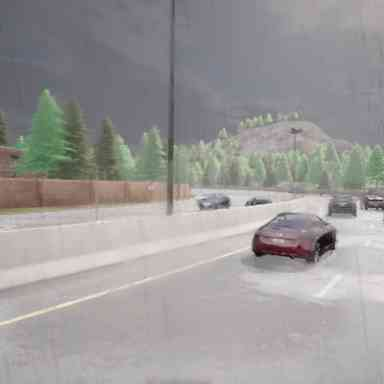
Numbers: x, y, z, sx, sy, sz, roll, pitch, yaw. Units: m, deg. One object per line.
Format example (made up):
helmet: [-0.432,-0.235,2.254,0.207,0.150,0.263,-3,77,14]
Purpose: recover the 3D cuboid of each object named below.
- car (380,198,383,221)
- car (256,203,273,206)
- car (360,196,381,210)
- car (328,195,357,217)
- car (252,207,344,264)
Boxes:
car: [13.365,1.315,21.221,1.837,1.490,4.892,2,0,27]
car: [6.438,1.087,31.544,1.895,1.301,4.718,2,1,23]
car: [19.230,1.130,35.514,2.128,1.511,4.902,1,1,19]
car: [12.634,1.020,27.928,2.097,1.767,4.553,2,1,24]
car: [3.663,1.395,11.439,1.994,1.385,4.181,2,1,34]
